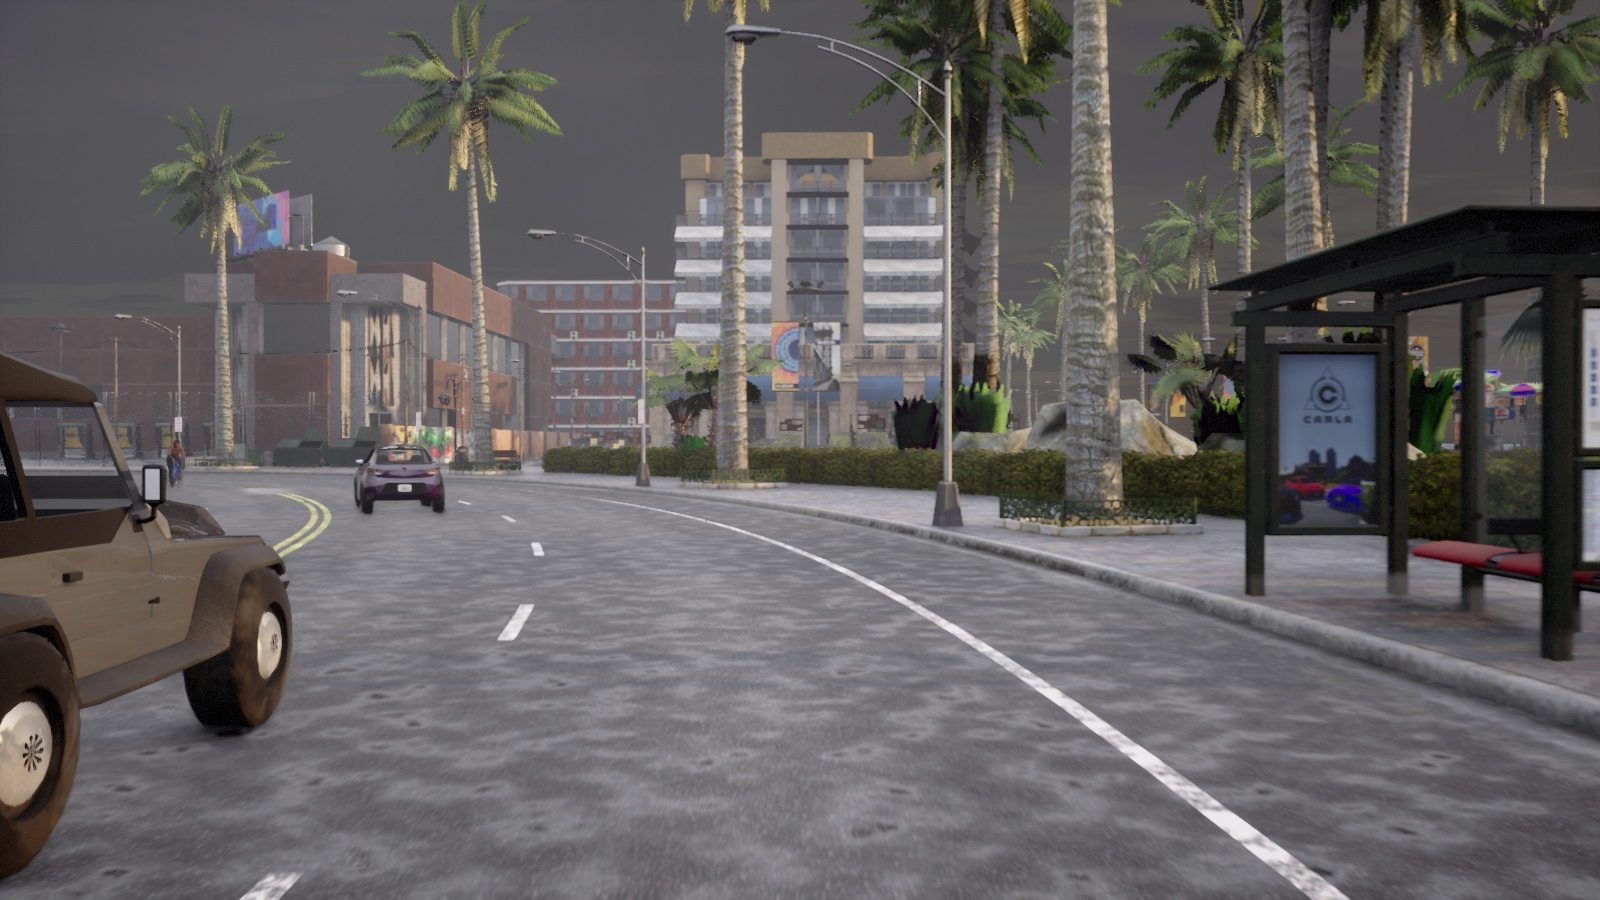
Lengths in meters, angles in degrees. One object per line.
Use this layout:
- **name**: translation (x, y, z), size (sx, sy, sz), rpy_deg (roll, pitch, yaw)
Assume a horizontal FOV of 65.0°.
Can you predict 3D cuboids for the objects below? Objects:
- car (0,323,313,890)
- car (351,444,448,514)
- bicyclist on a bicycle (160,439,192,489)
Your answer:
- **car**: translation (-3.667, 0.510, 5.303), size (1.905, 1.878, 3.866), rpy_deg (0, 0, -3)
- **car**: translation (-9.249, 0.592, 28.795), size (1.816, 1.474, 4.193), rpy_deg (0, 0, -22)
- **bicyclist on a bicycle**: translation (-20.721, 0.451, 41.685), size (0.582, 1.620, 1.656), rpy_deg (-1, 1, -40)
